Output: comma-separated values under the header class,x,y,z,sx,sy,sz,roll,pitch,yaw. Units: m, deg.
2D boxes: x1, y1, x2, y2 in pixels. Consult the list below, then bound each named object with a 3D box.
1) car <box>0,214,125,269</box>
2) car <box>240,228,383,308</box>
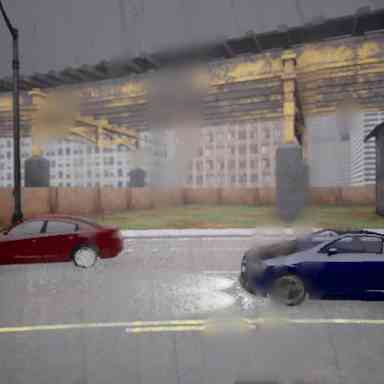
class,x,y,z,sx,sy,sz,roll,pitch,yaw
car,-4.618,1.463,10.276,5.008,1.535,1.882,-1,0,-7
car,3.138,1.484,7.110,4.181,1.385,1.994,-1,0,6
